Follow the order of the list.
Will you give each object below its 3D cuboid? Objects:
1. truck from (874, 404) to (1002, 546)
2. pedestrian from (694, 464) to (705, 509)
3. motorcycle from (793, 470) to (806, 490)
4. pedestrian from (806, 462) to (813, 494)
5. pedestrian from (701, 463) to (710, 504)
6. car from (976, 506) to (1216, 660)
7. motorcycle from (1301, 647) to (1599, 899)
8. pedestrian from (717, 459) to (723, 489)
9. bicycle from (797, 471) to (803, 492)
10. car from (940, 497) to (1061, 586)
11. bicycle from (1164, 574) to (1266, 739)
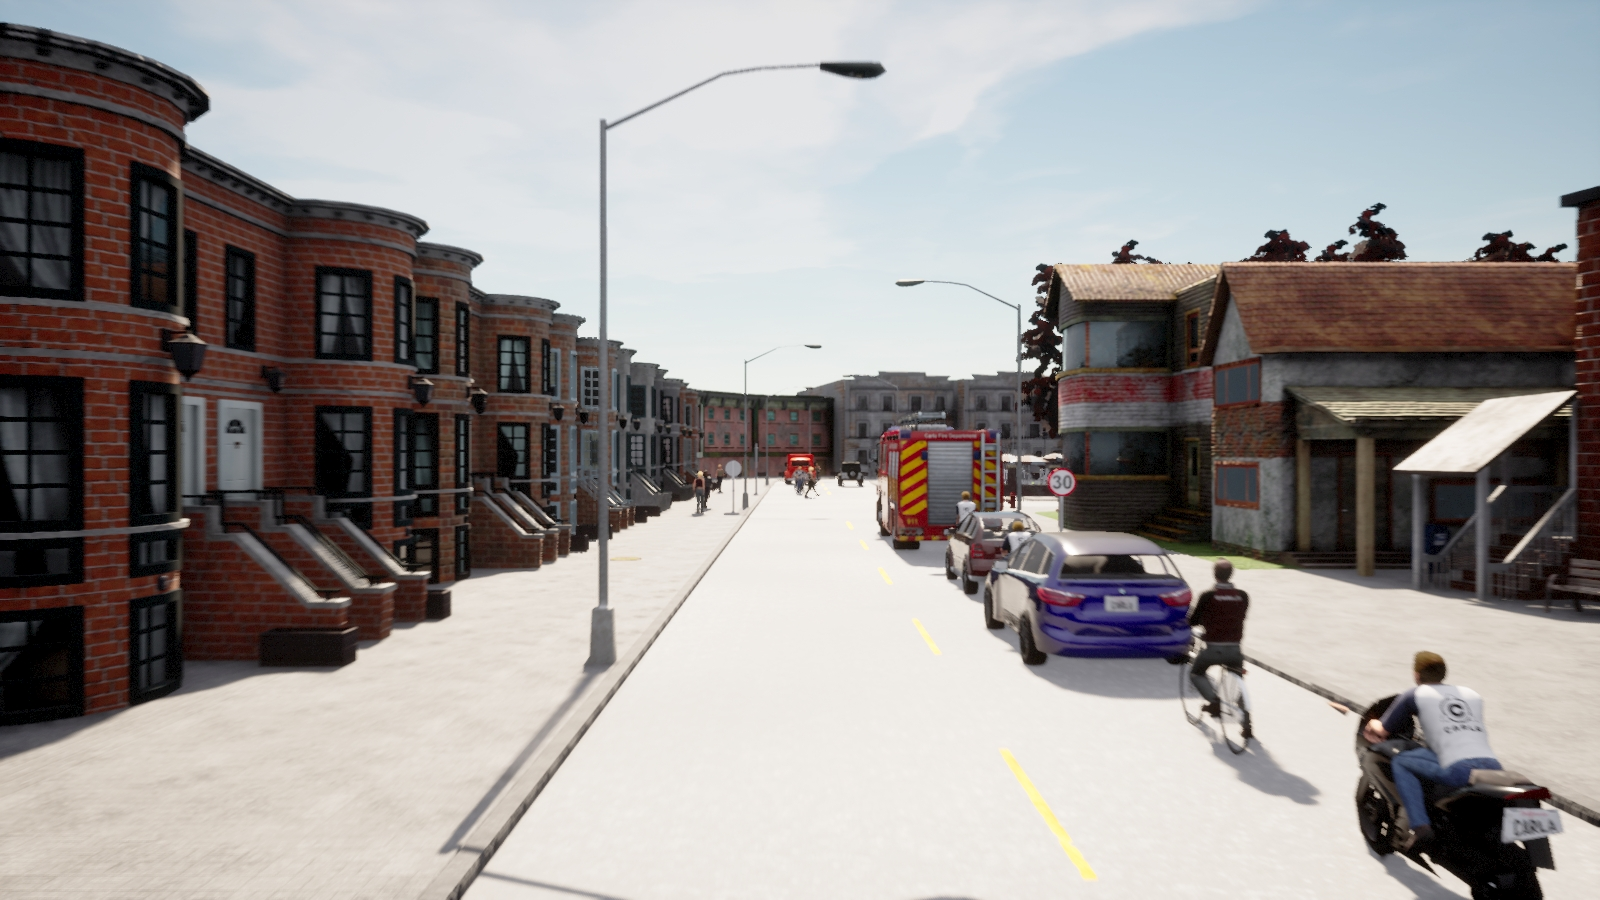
[{"bbox_3d":[3.994,0.671,35.029,2.891,3.827,8.468,0,0,0],"label":"truck"},{"bbox_3d":[-4.200,1.523,47.804,0.375,1.860,0.375,0,0,9],"label":"pedestrian"},{"bbox_3d":[-0.018,1.962,75.122,0.856,1.236,1.805,0,0,0],"label":"motorcycle"},{"bbox_3d":[0.552,1.628,66.325,0.375,1.860,0.375,0,0,-14],"label":"pedestrian"},{"bbox_3d":[-4.290,1.524,51.871,0.375,1.860,0.375,0,0,-15],"label":"pedestrian"},{"bbox_3d":[4.001,1.747,16.359,2.242,1.667,4.611,0,0,0],"label":"car"},{"bbox_3d":[4.000,1.993,7.196,0.803,1.145,2.033,0,0,0],"label":"motorcycle"},{"bbox_3d":[-5.010,1.524,71.690,0.375,1.860,0.375,0,0,2],"label":"pedestrian"},{"bbox_3d":[-0.016,1.934,71.182,0.373,1.296,1.643,0,-1,0],"label":"bicycle"},{"bbox_3d":[4.006,1.800,23.370,1.789,1.549,3.705,0,0,0],"label":"car"},{"bbox_3d":[3.993,1.940,11.108,0.329,1.271,1.835,0,0,0],"label":"bicycle"}]
